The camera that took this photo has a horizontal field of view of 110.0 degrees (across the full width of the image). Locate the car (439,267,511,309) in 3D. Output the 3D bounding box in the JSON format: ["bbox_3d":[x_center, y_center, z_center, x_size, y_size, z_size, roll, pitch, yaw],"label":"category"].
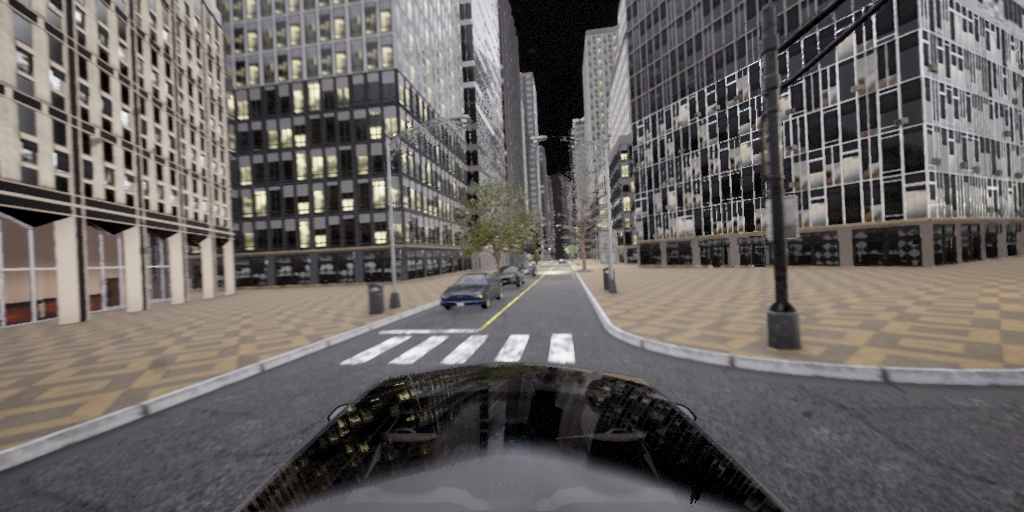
[{"bbox_3d":[-1.623,1.487,16.467,2.033,1.411,5.357,-3,0,9],"label":"car"}]

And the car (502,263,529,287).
[{"bbox_3d":[-0.128,1.454,26.422,1.837,1.490,4.892,-3,0,9],"label":"car"}]

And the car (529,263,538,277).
[{"bbox_3d":[1.662,1.457,38.269,2.128,1.511,4.902,-3,-1,9],"label":"car"}]
